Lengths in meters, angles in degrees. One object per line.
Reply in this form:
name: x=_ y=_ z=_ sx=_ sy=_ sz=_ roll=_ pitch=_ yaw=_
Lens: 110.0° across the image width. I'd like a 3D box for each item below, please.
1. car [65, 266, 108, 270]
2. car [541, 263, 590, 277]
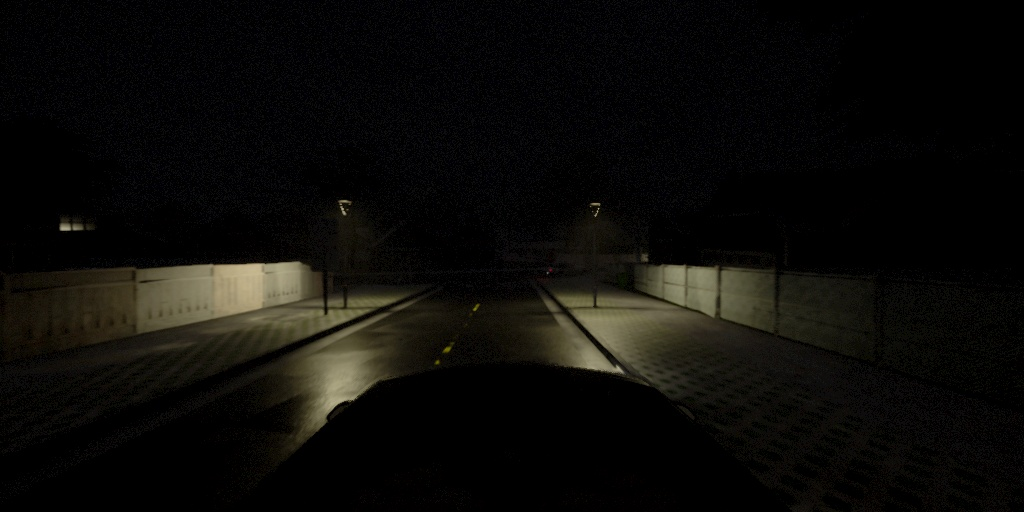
car: x=-26.630 y=1.402 z=22.915 sx=4.674 sy=1.442 sz=1.812 roll=0 pitch=3 yaw=-14
car: x=5.333 y=1.313 z=35.133 sx=4.718 sy=1.301 sz=1.895 roll=-1 pitch=3 yaw=-28
